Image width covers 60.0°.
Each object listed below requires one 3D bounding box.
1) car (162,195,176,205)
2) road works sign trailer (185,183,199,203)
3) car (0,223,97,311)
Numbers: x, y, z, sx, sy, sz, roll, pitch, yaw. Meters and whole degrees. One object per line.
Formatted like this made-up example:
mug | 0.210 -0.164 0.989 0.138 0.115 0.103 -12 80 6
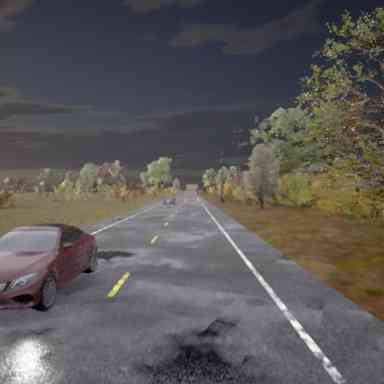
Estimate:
car | -3.557 1.295 52.080 2.128 1.511 4.902 0 0 0
road works sign trailer | 0.008 0.225 61.261 2.380 3.560 2.880 0 0 0
car | -3.587 1.502 7.815 1.812 1.442 4.674 0 0 0
